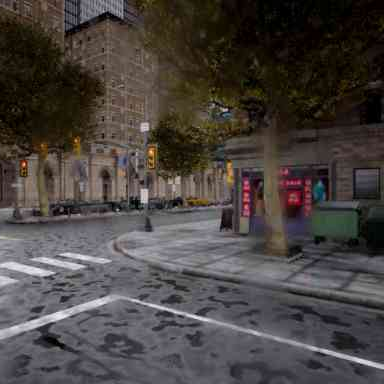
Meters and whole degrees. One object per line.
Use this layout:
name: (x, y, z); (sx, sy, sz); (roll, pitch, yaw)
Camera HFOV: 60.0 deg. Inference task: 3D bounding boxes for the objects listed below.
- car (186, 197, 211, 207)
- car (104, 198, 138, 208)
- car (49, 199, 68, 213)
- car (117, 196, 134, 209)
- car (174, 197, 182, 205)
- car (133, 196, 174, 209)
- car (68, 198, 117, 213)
car: (1.042, 1.478, 52.121); (1.882, 1.535, 5.008); (0, 0, 36)
car: (-10.206, 1.595, 47.937); (1.895, 1.301, 4.718); (0, 0, 36)
car: (-13.876, 1.505, 37.477); (1.837, 1.490, 4.892); (0, 0, 36)
car: (-7.932, 1.352, 45.703); (2.097, 1.767, 4.553); (0, 0, 36)
car: (-1.816, 1.478, 54.148); (1.882, 1.535, 5.008); (0, 0, 36)
car: (-4.965, 1.505, 43.832); (1.837, 1.490, 4.892); (0, 0, 36)
car: (-10.694, 1.564, 35.904); (1.994, 1.385, 4.181); (0, 0, 36)
